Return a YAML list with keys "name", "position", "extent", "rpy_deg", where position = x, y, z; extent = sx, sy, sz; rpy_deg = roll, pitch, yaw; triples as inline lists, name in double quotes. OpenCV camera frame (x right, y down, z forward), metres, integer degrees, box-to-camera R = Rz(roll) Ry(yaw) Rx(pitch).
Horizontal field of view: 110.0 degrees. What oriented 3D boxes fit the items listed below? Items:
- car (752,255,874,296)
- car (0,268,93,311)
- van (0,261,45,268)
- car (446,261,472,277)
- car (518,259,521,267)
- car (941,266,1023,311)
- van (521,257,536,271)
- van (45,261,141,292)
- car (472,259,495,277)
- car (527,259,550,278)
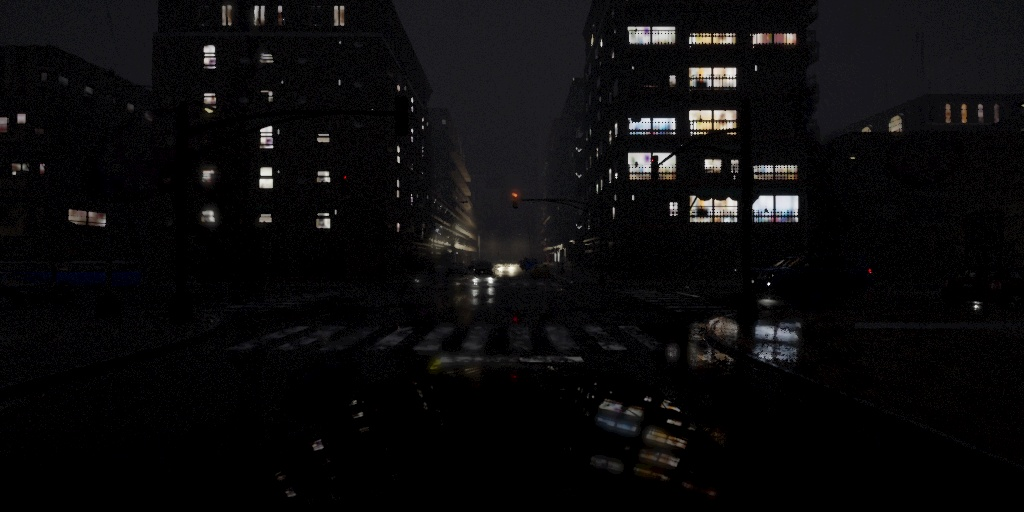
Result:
- name: "car"
  position: [15.253, 0.959, 18.593]
  extent: [5.566, 2.045, 2.150]
  rpy_deg: [0, -1, 2]
- name: "car"
  position: [-19.369, 1.290, 13.618]
  extent: [4.403, 1.370, 2.007]
  rpy_deg: [0, 0, 1]
- name: "van"
  position: [-30.455, 1.200, 21.641]
  extent: [3.998, 1.789, 1.690]
  rpy_deg: [0, 0, 1]
- name: "car"
  position: [-5.536, 1.314, 35.982]
  extent: [2.007, 1.370, 4.403]
  rpy_deg: [0, 0, 0]
- name: "car"
  position: [2.428, 1.095, 53.035]
  extent: [2.192, 1.841, 5.009]
  rpy_deg: [0, 0, 0]
- name: "car"
  position: [18.658, 1.102, 13.128]
  extent: [4.097, 1.591, 1.967]
  rpy_deg: [0, 0, 1]
- name: "van"
  position: [2.475, 1.115, 47.382]
  extent: [1.690, 1.789, 3.998]
  rpy_deg: [0, 0, 0]
- name: "van"
  position: [-24.861, 1.189, 21.569]
  extent: [3.998, 1.789, 1.690]
  rpy_deg: [0, 0, 1]
- name: "car"
  position: [-2.843, 1.296, 36.392]
  extent: [1.837, 1.490, 4.892]
  rpy_deg: [0, 0, 0]
- name: "car"
  position: [2.610, 1.287, 33.549]
  extent: [1.751, 1.417, 4.829]
  rpy_deg: [0, 0, 0]
